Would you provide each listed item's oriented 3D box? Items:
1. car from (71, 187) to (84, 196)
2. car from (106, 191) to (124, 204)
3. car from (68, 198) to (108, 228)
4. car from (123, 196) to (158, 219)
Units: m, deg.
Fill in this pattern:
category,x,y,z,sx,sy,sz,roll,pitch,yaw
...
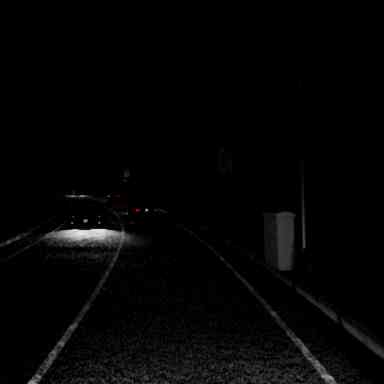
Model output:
category,x,y,z,sx,sy,sz,roll,pitch,yaw
car,-20.279,-0.148,58.942,1.837,1.490,4.892,1,2,-21
car,-9.624,0.629,41.848,2.128,1.511,4.902,1,2,-21
car,-6.265,1.324,20.093,1.994,1.385,4.181,1,1,-14
car,-3.830,1.248,25.499,2.033,1.411,5.357,1,1,-16
